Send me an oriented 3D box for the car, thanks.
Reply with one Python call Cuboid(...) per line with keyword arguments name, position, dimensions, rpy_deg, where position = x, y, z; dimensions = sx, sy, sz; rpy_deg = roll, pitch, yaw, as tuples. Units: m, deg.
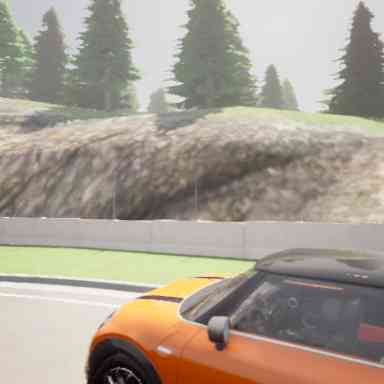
Cuboid(name="car", position=(1.103, 1.328, 3.086), dimensions=(4.553, 1.767, 2.097), rpy_deg=(0, 0, 33))
